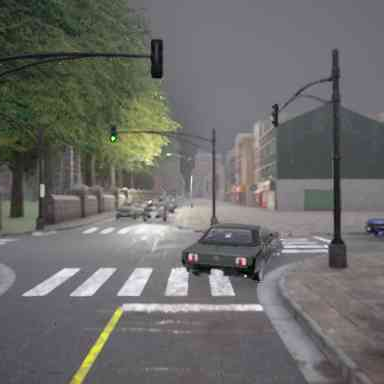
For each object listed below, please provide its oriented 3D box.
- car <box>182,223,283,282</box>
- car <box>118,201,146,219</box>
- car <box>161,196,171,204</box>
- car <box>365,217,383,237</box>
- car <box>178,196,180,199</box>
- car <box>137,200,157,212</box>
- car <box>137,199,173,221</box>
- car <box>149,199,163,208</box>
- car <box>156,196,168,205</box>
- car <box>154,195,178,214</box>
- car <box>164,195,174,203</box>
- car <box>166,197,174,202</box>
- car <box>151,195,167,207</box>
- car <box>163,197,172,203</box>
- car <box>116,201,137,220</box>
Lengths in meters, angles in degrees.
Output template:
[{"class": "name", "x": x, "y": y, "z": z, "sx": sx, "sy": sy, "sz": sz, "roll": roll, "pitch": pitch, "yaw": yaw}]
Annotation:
[{"class": "car", "x": 1.453, "y": 1.585, "z": 9.992, "sx": 1.895, "sy": 1.301, "sz": 4.718, "roll": 0, "pitch": 1, "yaw": 22}, {"class": "car", "x": -5.557, "y": 1.618, "z": 31.219, "sx": 1.752, "sy": 1.417, "sz": 4.829, "roll": 1, "pitch": 0, "yaw": 0}, {"class": "car", "x": -5.860, "y": 1.756, "z": 74.531, "sx": 1.967, "sy": 1.590, "sz": 4.097, "roll": 1, "pitch": 0, "yaw": 0}, {"class": "car", "x": 10.939, "y": 1.456, "z": 15.911, "sx": 5.008, "sy": 1.535, "sz": 1.882, "roll": -1, "pitch": -1, "yaw": 0}, {"class": "car", "x": -3.108, "y": 1.722, "z": 47.490, "sx": 1.994, "sy": 1.385, "sz": 4.181, "roll": 0, "pitch": 0, "yaw": -1}, {"class": "car", "x": -5.594, "y": 1.699, "z": 41.830, "sx": 1.947, "sy": 1.339, "sz": 4.313, "roll": 1, "pitch": 0, "yaw": 0}, {"class": "car", "x": -2.952, "y": 1.572, "z": 27.720, "sx": 2.128, "sy": 1.511, "sz": 4.902, "roll": 0, "pitch": 0, "yaw": 0}, {"class": "car", "x": -5.684, "y": 1.766, "z": 52.730, "sx": 1.802, "sy": 1.307, "sz": 4.206, "roll": 1, "pitch": 0, "yaw": 0}, {"class": "car", "x": -5.771, "y": 1.685, "z": 63.631, "sx": 1.967, "sy": 1.590, "sz": 4.097, "roll": 1, "pitch": 0, "yaw": 0}, {"class": "car", "x": -3.032, "y": 1.469, "z": 37.614, "sx": 2.097, "sy": 1.767, "sz": 4.553, "roll": 0, "pitch": 0, "yaw": 0}, {"class": "car", "x": -5.948, "y": 1.711, "z": 85.433, "sx": 2.192, "sy": 1.841, "sz": 5.009, "roll": 1, "pitch": 0, "yaw": 0}, {"class": "car", "x": -5.997, "y": 1.990, "z": 90.880, "sx": 2.008, "sy": 1.369, "sz": 4.403, "roll": 1, "pitch": 0, "yaw": 0}, {"class": "car", "x": -5.723, "y": 1.528, "z": 58.182, "sx": 2.192, "sy": 1.841, "sz": 5.009, "roll": 1, "pitch": 0, "yaw": 0}, {"class": "car", "x": -5.906, "y": 1.879, "z": 79.811, "sx": 1.752, "sy": 1.417, "sz": 4.829, "roll": 1, "pitch": 0, "yaw": 0}, {"class": "car", "x": -5.517, "y": 1.637, "z": 29.245, "sx": 2.008, "sy": 1.369, "sz": 4.403, "roll": 1, "pitch": 0, "yaw": 0}]
